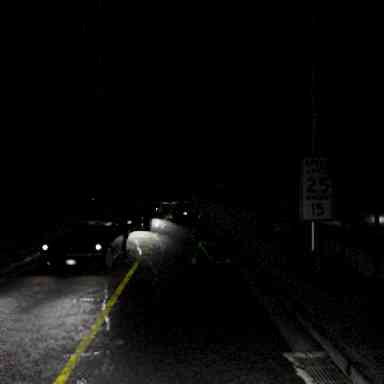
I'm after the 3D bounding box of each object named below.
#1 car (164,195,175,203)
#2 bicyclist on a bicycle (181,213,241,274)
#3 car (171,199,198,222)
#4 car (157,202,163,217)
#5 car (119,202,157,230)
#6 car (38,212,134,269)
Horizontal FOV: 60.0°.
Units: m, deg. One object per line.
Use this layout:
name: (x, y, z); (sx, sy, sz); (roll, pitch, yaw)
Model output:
car: (-4.763, 1.441, 70.202); (1.837, 1.490, 4.892); (0, 0, -1)
bicyclist on a bicycle: (0.523, 1.409, 9.007); (1.656, 1.620, 0.582); (0, 0, -1)
car: (-0.536, 1.538, 26.260); (1.994, 1.385, 4.181); (0, 0, -1)
car: (-3.815, 1.571, 30.921); (1.895, 1.301, 4.718); (0, 0, -1)
car: (-3.588, 1.545, 20.989); (1.994, 1.385, 4.181); (0, 0, -1)
car: (-3.350, 1.591, 11.246); (1.895, 1.301, 4.718); (0, 0, -2)
